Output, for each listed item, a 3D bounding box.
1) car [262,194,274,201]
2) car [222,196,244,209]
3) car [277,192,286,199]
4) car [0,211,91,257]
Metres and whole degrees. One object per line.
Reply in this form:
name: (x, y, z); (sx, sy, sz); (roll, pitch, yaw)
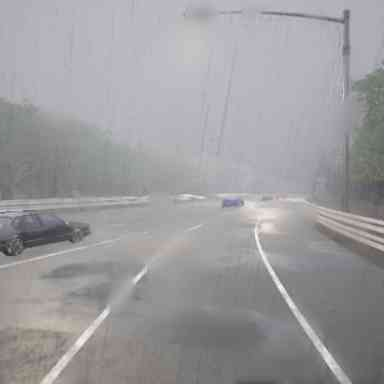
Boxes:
car: (15.803, 1.183, 69.110); (1.837, 1.490, 4.892); (0, 0, 21)
car: (5.203, 1.238, 41.955); (1.882, 1.535, 5.008); (0, 0, 21)
car: (24.619, 0.998, 91.502); (2.150, 2.045, 5.566); (0, 0, 22)
car: (-6.196, 1.438, 12.600); (2.033, 1.411, 5.357); (0, 0, 21)
